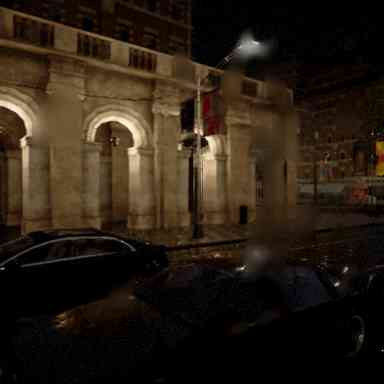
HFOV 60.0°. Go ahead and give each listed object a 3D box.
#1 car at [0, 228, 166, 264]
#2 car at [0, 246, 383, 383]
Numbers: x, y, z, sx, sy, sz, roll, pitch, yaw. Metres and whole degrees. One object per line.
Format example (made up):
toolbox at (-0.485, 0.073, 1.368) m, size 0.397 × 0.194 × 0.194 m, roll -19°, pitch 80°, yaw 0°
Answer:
car at (-2.726, 1.495, 6.349) m, size 4.902 × 1.511 × 2.128 m, roll 0°, pitch 0°, yaw -36°
car at (0.566, 1.553, 4.403) m, size 5.357 × 1.411 × 2.033 m, roll 0°, pitch 0°, yaw -35°
